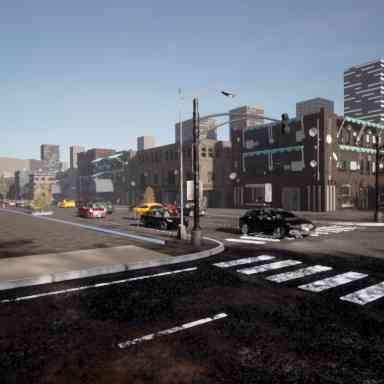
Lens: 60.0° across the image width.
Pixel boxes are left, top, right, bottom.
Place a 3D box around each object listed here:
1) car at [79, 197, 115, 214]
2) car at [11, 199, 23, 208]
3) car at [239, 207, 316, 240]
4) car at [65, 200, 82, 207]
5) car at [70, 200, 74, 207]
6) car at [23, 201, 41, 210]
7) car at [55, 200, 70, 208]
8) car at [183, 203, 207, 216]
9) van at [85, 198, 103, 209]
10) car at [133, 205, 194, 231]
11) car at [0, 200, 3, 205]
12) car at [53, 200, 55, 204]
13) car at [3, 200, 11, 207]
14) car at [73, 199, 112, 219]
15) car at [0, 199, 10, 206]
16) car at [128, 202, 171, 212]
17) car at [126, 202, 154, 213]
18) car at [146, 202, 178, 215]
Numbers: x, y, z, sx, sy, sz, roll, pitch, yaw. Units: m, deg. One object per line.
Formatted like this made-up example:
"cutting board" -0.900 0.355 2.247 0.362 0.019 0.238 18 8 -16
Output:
"car" -11.279 1.663 39.872 2.150 2.045 5.566 -1 -1 -37
"car" -33.475 2.376 65.170 2.008 1.369 4.403 -1 0 -37
"car" 4.380 1.612 17.814 1.837 1.490 4.892 0 -2 -25
"car" -23.450 2.228 65.763 1.887 1.381 4.507 -1 0 -37
"car" -20.138 1.940 61.331 2.192 1.841 5.009 -1 0 -37
"car" -26.738 2.233 56.172 1.752 1.417 4.829 -1 0 -37
"car" -22.971 2.142 60.816 1.882 1.535 5.008 -1 0 -37
"car" -0.227 1.810 34.748 2.008 1.369 4.403 -2 0 -37
"van" -16.820 1.907 56.901 1.690 1.788 3.998 -1 0 -37
"car" -2.031 1.815 22.974 1.947 1.339 4.313 -2 0 -37
"car" -43.428 2.548 78.461 2.008 1.369 4.403 -1 0 -37
"car" -30.085 2.364 74.625 1.947 1.339 4.313 -1 0 -37
"car" -40.112 2.380 74.030 1.967 1.590 4.097 -1 0 -37
"car" -10.254 1.847 34.154 1.967 1.590 4.097 -2 0 -37
"car" -46.745 2.598 82.891 1.887 1.381 4.507 -1 0 -37
"car" -3.407 1.767 29.349 1.882 1.535 5.008 -1 0 -37
"car" -6.861 1.966 43.609 1.802 1.307 4.206 -2 0 -37
"car" -3.544 1.904 39.179 1.802 1.307 4.206 -2 0 -37
